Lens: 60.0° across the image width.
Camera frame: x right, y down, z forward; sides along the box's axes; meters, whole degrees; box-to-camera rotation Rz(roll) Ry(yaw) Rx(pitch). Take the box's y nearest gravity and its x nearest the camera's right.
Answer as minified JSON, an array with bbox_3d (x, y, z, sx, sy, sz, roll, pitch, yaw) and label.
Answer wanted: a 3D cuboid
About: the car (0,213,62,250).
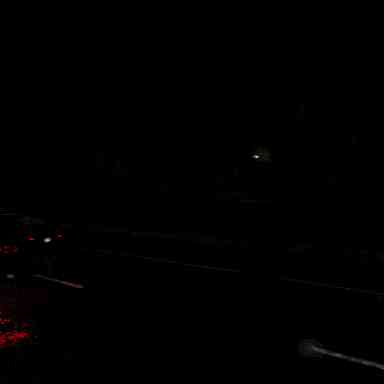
[{"bbox_3d":[-7.064,1.555,13.265,4.674,1.442,1.812,-1,0,35],"label":"car"}]

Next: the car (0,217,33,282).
[{"bbox_3d":[-6.415,1.499,8.538,5.008,1.535,1.882,0,0,35],"label":"car"}]

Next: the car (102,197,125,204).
[{"bbox_3d":[-16.361,1.709,69.398,1.895,1.301,4.718,0,0,36],"label":"car"}]

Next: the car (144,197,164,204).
[{"bbox_3d":[-7.335,1.655,64.009,1.994,1.385,4.181,0,0,36],"label":"car"}]
